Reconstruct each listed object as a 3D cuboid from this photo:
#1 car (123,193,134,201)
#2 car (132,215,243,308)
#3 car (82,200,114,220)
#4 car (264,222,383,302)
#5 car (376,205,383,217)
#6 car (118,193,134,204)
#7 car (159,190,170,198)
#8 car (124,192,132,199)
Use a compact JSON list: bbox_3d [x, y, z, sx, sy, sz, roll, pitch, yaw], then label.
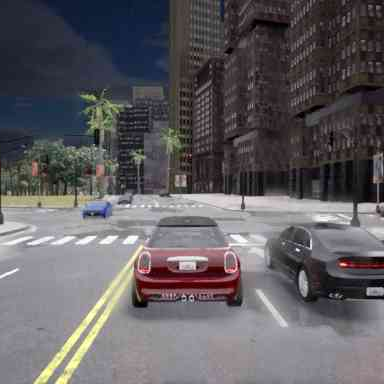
[{"bbox_3d":[-12.704,0.980,66.556,2.128,1.511,4.902,0,1,-10],"label":"car"},{"bbox_3d":[-0.127,1.351,8.122,2.097,1.767,4.553,0,0,-1],"label":"car"},{"bbox_3d":[-7.851,1.412,28.090,1.882,1.535,5.008,0,0,-5],"label":"car"},{"bbox_3d":[3.162,1.503,8.277,1.837,1.490,4.892,0,0,-1],"label":"car"},{"bbox_3d":[17.468,1.292,26.815,4.553,1.767,2.097,0,0,13],"label":"car"},{"bbox_3d":[-10.631,1.226,53.038,1.994,1.385,4.181,0,1,-9],"label":"car"},{"bbox_3d":[-7.307,0.437,88.768,2.150,2.045,5.566,0,1,-13],"label":"car"},{"bbox_3d":[-15.643,0.840,81.427,1.994,1.385,4.181,0,1,-12],"label":"car"}]
